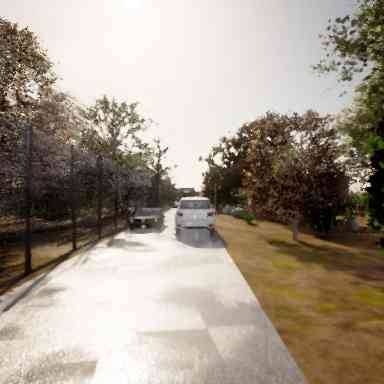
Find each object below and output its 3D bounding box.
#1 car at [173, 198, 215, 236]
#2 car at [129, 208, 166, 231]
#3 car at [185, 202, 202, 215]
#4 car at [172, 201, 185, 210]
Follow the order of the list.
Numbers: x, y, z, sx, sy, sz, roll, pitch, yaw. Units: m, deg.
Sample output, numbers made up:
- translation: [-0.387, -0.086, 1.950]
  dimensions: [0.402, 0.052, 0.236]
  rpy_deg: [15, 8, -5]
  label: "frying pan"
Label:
- translation: [0.146, 1.346, 19.614]
  dimensions: [2.150, 2.045, 5.566]
  rpy_deg: [0, -1, 0]
  label: "car"
- translation: [-2.821, 1.740, 21.591]
  dimensions: [1.895, 1.301, 4.718]
  rpy_deg: [0, -1, 0]
  label: "car"
- translation: [0.217, 2.050, 41.969]
  dimensions: [2.033, 1.411, 5.357]
  rpy_deg: [0, -1, 0]
  label: "car"
- translation: [-2.510, 2.479, 62.533]
  dimensions: [2.128, 1.511, 4.902]
  rpy_deg: [0, -1, 1]
  label: "car"
